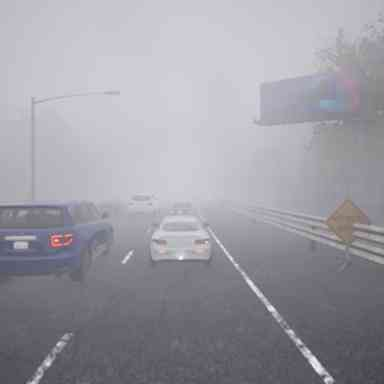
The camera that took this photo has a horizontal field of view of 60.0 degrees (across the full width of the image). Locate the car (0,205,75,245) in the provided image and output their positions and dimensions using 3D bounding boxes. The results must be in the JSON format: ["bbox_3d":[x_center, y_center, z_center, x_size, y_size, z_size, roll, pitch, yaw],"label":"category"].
[{"bbox_3d":[-7.533,1.496,16.447,1.837,1.490,4.892,0,0,-2],"label":"car"}]

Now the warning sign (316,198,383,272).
[{"bbox_3d":[4.198,1.090,8.980,1.300,1.860,1.060,0,0,-2],"label":"warning sign"}]

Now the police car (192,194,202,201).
[{"bbox_3d":[0.972,1.362,80.026,1.930,1.638,5.238,0,0,3],"label":"police car"}]

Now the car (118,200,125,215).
[{"bbox_3d":[-7.883,1.449,32.990,1.882,1.535,5.008,0,0,-1],"label":"car"}]

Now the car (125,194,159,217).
[{"bbox_3d":[-4.365,1.185,30.693,2.150,2.045,5.566,0,0,-1],"label":"car"}]

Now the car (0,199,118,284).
[{"bbox_3d":[-3.816,1.217,9.795,2.150,2.045,5.566,0,0,-3],"label":"car"}]

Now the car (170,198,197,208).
[{"bbox_3d":[-0.820,1.508,26.897,2.033,1.411,5.357,0,0,-1],"label":"car"}]

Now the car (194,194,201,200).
[{"bbox_3d":[1.517,1.417,89.775,1.882,1.535,5.008,0,0,4],"label":"car"}]

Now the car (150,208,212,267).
[{"bbox_3d":[-0.377,1.507,11.302,1.812,1.442,4.674,0,0,-2],"label":"car"}]
